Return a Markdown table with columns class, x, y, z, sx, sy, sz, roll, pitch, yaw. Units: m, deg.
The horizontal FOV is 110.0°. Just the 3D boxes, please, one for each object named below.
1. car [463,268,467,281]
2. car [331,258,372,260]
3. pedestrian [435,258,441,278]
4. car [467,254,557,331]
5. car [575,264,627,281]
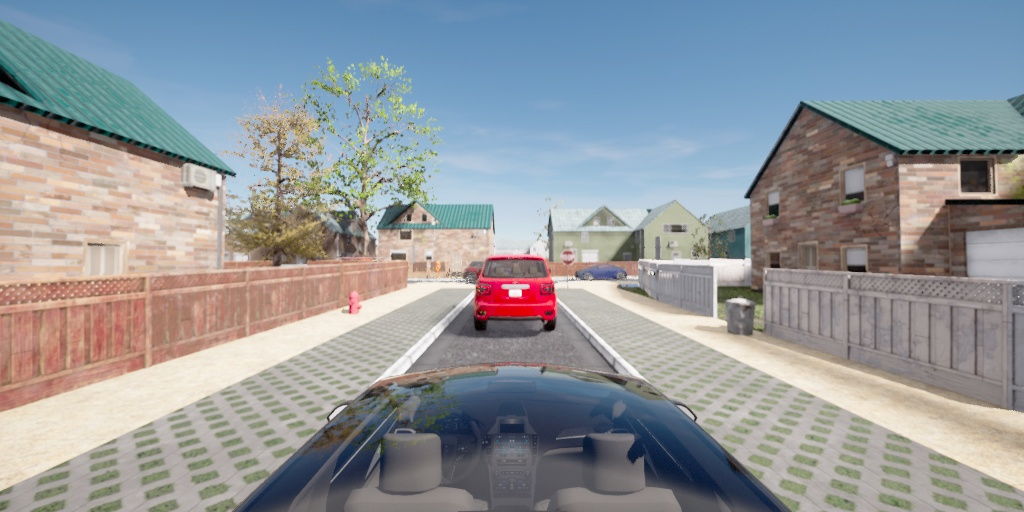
| class | x | y | z | sx | sy | sz | roll | pitch | yaw |
| --- | --- | --- | --- | --- | --- | --- | --- | --- | --- |
| car | -1.335 | 1.126 | 26.834 | 4.553 | 1.767 | 2.097 | 0 | -1 | 1 |
| car | -14.226 | 1.183 | 29.944 | 5.566 | 2.045 | 2.150 | -1 | -1 | 1 |
| pedestrian | -6.749 | 1.098 | 32.768 | 0.375 | 1.860 | 0.375 | 0 | -1 | 1 |
| car | 0.086 | 0.969 | 11.152 | 2.150 | 2.045 | 5.566 | 0 | 0 | 0 |
| car | 7.319 | 1.317 | 29.682 | 4.181 | 1.385 | 1.994 | -1 | -1 | 1 |
